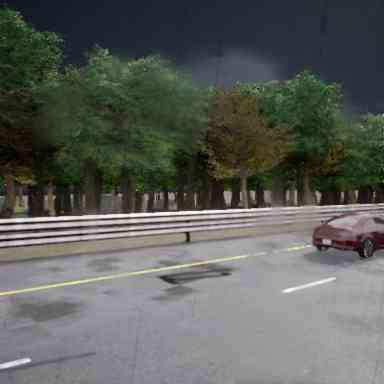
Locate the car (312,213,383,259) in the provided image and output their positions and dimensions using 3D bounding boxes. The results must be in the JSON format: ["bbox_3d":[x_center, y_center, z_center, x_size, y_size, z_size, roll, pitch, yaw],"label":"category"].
[{"bbox_3d":[6.464,1.532,12.663,4.674,1.442,1.812,0,0,-36],"label":"car"}]
